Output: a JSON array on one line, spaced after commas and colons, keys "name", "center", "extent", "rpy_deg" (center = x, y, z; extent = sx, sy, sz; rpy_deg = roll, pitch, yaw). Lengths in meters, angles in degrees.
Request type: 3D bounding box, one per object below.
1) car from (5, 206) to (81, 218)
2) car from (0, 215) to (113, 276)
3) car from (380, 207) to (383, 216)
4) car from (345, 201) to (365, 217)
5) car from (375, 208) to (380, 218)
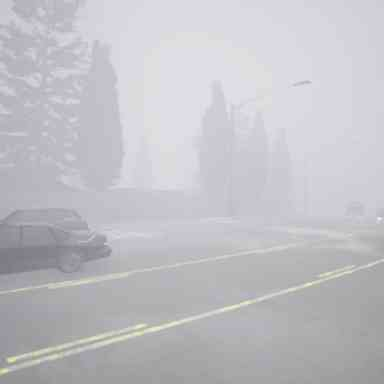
[{"name": "car", "center": [-6.208, 1.370, 12.617], "extent": [4.553, 1.767, 2.097], "rpy_deg": [0, 0, -37]}, {"name": "car", "center": [-4.952, 1.562, 9.107], "extent": [5.357, 1.411, 2.033], "rpy_deg": [0, 0, -36]}, {"name": "car", "center": [8.197, 1.248, 10.490], "extent": [5.566, 2.045, 2.150], "rpy_deg": [0, 0, -42]}, {"name": "car", "center": [22.410, 2.303, 45.568], "extent": [2.150, 2.045, 5.566], "rpy_deg": [1, -3, 28]}, {"name": "car", "center": [23.859, 2.534, 41.089], "extent": [1.994, 1.385, 4.181], "rpy_deg": [1, -2, 30]}]
